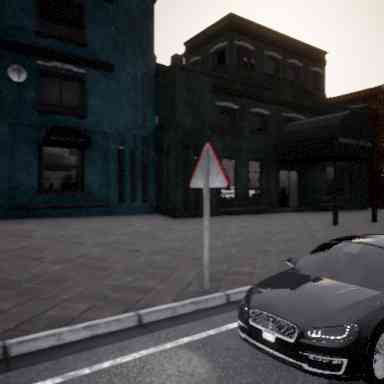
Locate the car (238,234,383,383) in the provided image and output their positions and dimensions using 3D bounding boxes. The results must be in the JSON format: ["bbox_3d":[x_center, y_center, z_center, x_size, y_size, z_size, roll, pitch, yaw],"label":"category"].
[{"bbox_3d":[2.910,1.519,5.452,4.892,1.490,1.837,0,0,-36],"label":"car"}]
